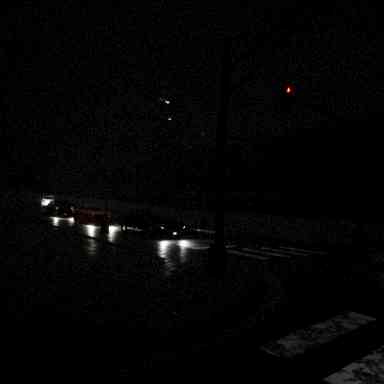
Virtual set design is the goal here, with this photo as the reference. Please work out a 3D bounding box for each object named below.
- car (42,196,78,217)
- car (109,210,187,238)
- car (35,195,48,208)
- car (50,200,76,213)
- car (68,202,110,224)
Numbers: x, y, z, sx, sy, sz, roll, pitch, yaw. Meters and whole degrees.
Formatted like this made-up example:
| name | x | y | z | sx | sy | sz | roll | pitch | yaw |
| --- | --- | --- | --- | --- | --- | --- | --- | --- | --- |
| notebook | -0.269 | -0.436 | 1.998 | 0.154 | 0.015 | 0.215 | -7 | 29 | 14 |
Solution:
| name | x | y | z | sx | sy | sz | roll | pitch | yaw |
| --- | --- | --- | --- | --- | --- | --- | --- | --- | --- |
| car | -14.084 | 1.679 | 35.419 | 2.097 | 1.767 | 4.553 | 4 | -2 | -35 |
| car | -2.511 | 1.761 | 19.211 | 2.033 | 1.411 | 5.357 | 4 | -3 | -38 |
| car | -23.602 | 1.549 | 53.570 | 2.150 | 2.045 | 5.566 | 4 | -1 | -36 |
| car | -17.731 | 1.941 | 45.439 | 2.128 | 1.511 | 4.902 | 4 | -2 | -35 |
| car | -8.232 | 1.770 | 27.243 | 1.882 | 1.535 | 5.008 | 4 | -3 | -36 |
